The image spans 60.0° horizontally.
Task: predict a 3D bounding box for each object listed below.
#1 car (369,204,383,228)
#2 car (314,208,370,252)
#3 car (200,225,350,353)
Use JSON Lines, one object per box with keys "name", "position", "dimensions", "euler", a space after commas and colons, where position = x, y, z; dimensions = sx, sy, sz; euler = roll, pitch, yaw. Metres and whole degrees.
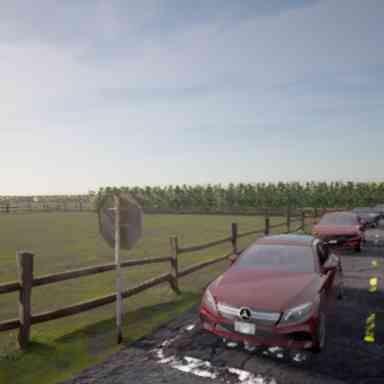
{"name": "car", "position": [12.594, 1.853, 24.591], "dimensions": [1.994, 1.385, 4.181], "euler": [-2, -1, 36]}
{"name": "car", "position": [6.774, 1.675, 15.156], "dimensions": [1.882, 1.535, 5.008], "euler": [-2, -1, 30]}
{"name": "car", "position": [1.870, 1.634, 6.621], "dimensions": [1.812, 1.442, 4.674], "euler": [-2, -1, 30]}
